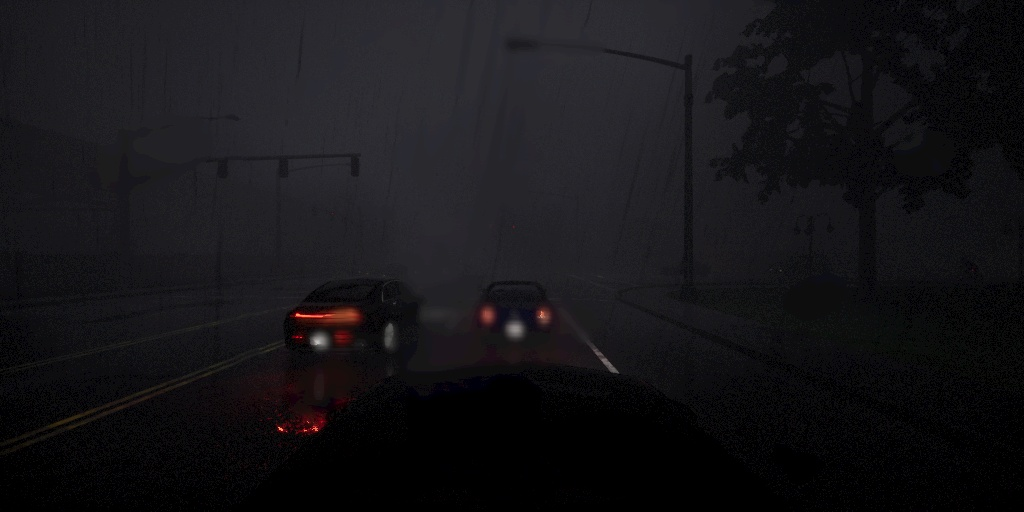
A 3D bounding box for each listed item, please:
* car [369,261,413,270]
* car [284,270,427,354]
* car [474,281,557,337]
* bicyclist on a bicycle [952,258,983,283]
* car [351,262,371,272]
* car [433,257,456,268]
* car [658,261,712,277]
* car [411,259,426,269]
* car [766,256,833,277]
[{"bbox_3d":[-10.546,1.346,31.639,1.895,1.301,4.718,0,0,0],"label":"car"},{"bbox_3d":[-3.405,1.255,8.741,1.837,1.490,4.892,0,0,0],"label":"car"},{"bbox_3d":[0.098,1.351,10.229,1.895,1.301,4.718,0,0,0],"label":"car"},{"bbox_3d":[31.008,0.974,24.442,0.582,1.620,1.656,0,0,-1],"label":"bicyclist on a bicycle"},{"bbox_3d":[-14.038,1.306,35.040,1.994,1.385,4.181,0,0,0],"label":"car"},{"bbox_3d":[-10.489,1.230,55.983,1.895,1.301,4.718,0,1,0],"label":"car"},{"bbox_3d":[16.628,1.242,34.571,4.902,1.511,2.128,0,0,-1],"label":"car"},{"bbox_3d":[-13.998,1.166,52.892,1.837,1.490,4.892,0,1,0],"label":"car"},{"bbox_3d":[27.888,0.974,34.840,5.566,2.045,2.150,0,0,-1],"label":"car"}]
